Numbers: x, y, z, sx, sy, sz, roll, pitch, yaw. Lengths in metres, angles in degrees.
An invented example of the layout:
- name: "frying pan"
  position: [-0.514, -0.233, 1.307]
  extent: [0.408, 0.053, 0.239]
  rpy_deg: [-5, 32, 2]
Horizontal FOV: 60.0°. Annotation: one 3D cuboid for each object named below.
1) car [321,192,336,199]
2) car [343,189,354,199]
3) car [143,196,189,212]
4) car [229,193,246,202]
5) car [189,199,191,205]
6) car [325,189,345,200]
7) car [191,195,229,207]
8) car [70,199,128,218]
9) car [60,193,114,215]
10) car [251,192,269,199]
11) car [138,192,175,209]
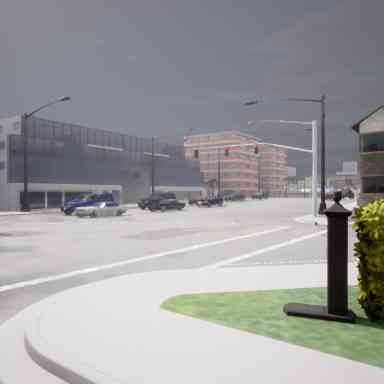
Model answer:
- name: "car"
  position: [28.629, 0.724, 69.721]
  extent: [1.812, 1.442, 4.674]
  rpy_deg: [0, -1, 35]
- name: "car"
  position: [31.540, 0.426, 67.778]
  extent: [2.150, 2.045, 5.566]
  rpy_deg: [0, -1, 35]
- name: "car"
  position: [-2.826, 1.493, 37.210]
  extent: [1.895, 1.301, 4.718]
  rpy_deg: [0, 1, 35]
- name: "car"
  position: [7.544, 0.901, 58.079]
  extent: [2.033, 1.411, 5.357]
  rpy_deg: [0, 1, 35]
- name: "car"
  position: [1.423, 1.247, 49.370]
  extent: [1.895, 1.301, 4.718]
  rpy_deg: [0, 2, 35]
- name: "car"
  position: [24.589, 0.701, 57.688]
  extent: [1.837, 1.490, 4.892]
  rpy_deg: [0, 1, 35]
- name: "car"
  position: [2.443, 1.217, 44.727]
  extent: [2.128, 1.511, 4.902]
  rpy_deg: [0, 1, 35]
- name: "car"
  position: [-8.083, 1.555, 29.706]
  extent: [1.895, 1.301, 4.718]
  rpy_deg: [0, 0, 35]
- name: "car"
  position: [-10.120, 1.171, 32.903]
  extent: [2.150, 2.045, 5.566]
  rpy_deg: [0, 0, 35]
- name: "car"
  position: [13.714, 0.733, 66.763]
  extent: [2.033, 1.411, 5.357]
  rpy_deg: [0, 0, 36]
- name: "car"
  position: [-4.180, 1.072, 41.378]
  extent: [2.150, 2.045, 5.566]
  rpy_deg: [0, 1, 36]
